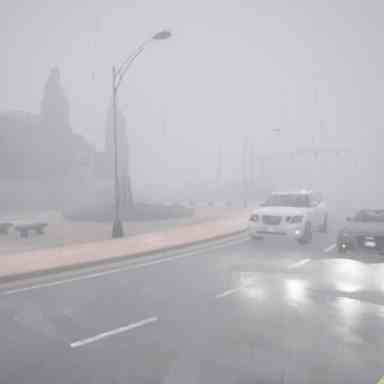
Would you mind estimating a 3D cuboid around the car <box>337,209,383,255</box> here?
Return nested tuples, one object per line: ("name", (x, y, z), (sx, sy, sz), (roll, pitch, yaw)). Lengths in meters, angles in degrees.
("car", (6.341, 1.283, 11.323), (1.994, 1.385, 4.181), (-1, 1, 35))

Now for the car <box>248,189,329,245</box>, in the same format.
("car", (4.380, 0.938, 14.434), (2.150, 2.045, 5.566), (0, 1, 33))
